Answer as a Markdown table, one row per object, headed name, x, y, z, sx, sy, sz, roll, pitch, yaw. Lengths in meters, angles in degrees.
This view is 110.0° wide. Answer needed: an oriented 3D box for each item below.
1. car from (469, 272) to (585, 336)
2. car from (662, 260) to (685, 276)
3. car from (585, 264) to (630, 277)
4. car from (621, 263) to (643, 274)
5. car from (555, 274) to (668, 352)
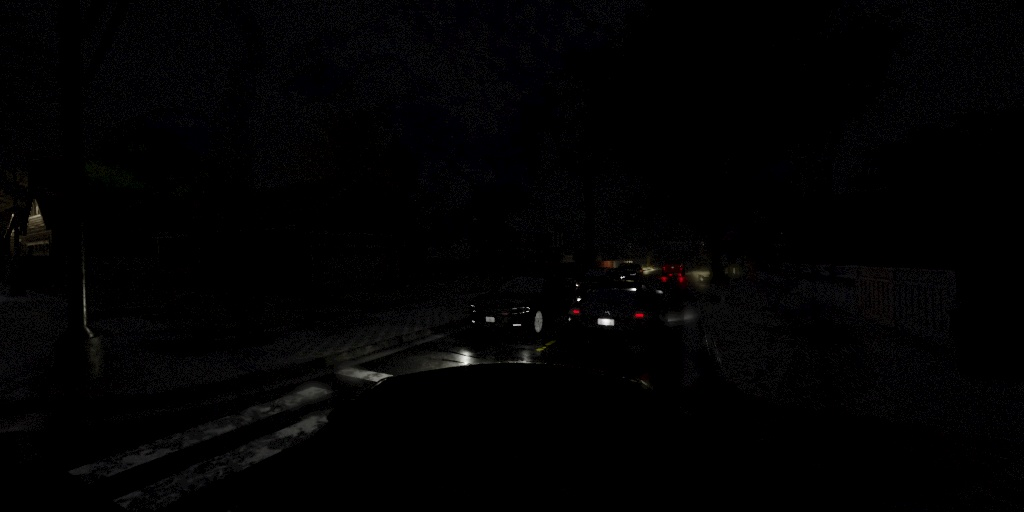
| name | x | y | z | sx | sy | sz | roll | pitch | yaw |
| --- | --- | --- | --- | --- | --- | --- | --- | --- | --- |
| car | 0.566 | 1.281 | 11.042 | 1.882 | 1.535 | 5.008 | -1 | 0 | 26 |
| car | 17.084 | 1.178 | 37.893 | 2.097 | 1.767 | 4.553 | -1 | -1 | 27 |
| car | 4.950 | 1.351 | 19.915 | 2.033 | 1.411 | 5.357 | -1 | 0 | 25 |
| car | 9.405 | 1.323 | 28.896 | 1.837 | 1.490 | 4.892 | -1 | -1 | 27 |
| car | 2.815 | 1.323 | 9.158 | 1.994 | 1.385 | 4.181 | -1 | 0 | 26 |
